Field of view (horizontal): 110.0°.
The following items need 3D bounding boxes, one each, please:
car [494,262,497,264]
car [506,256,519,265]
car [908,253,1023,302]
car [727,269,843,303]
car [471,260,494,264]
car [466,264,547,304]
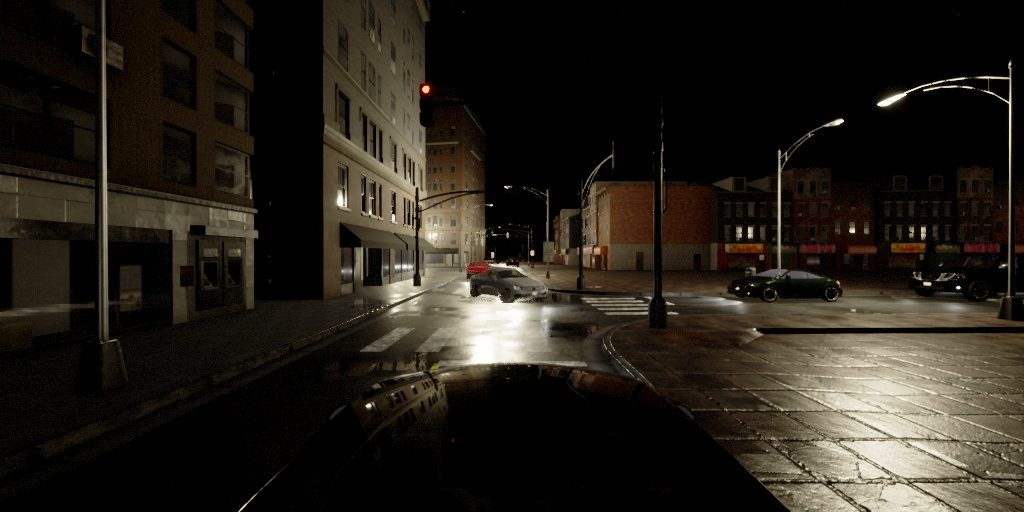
[{"bbox_3d":[-2.828,1.284,44.511,1.812,1.442,4.674,0,1,1],"label":"car"},{"bbox_3d":[0.080,0.992,61.358,2.150,2.045,5.566,0,0,0],"label":"car"},{"bbox_3d":[21.320,0.884,16.038,5.566,2.045,2.150,0,0,0],"label":"car"},{"bbox_3d":[12.042,1.261,15.988,4.181,1.385,1.994,0,0,0],"label":"car"},{"bbox_3d":[-2.856,1.230,31.547,1.882,1.535,5.008,0,0,0],"label":"car"},{"bbox_3d":[-0.368,1.274,16.627,1.812,1.442,4.674,0,0,-34],"label":"car"}]
